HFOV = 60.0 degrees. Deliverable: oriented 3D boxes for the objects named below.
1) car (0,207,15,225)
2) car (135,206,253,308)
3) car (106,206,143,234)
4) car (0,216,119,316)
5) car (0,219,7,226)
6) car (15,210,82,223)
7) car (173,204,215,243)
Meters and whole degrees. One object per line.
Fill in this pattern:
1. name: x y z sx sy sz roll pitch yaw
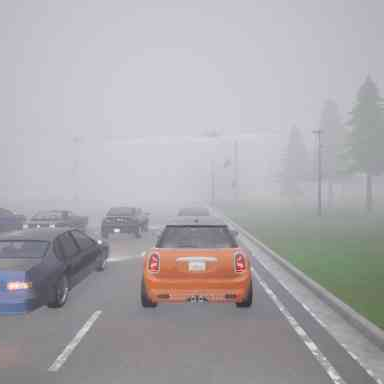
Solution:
1. car: -10.421 1.478 17.113 1.882 1.535 5.008 0 0 0
2. car: 0.091 1.352 8.100 2.097 1.767 4.553 0 0 0
3. car: -3.422 1.505 17.569 1.837 1.490 4.892 0 0 0
4. car: -3.408 1.547 7.824 2.033 1.411 5.357 0 0 0
5. car: -6.919 1.601 8.213 1.895 1.301 4.718 0 0 0
6. car: -6.920 1.601 17.317 1.895 1.301 4.718 0 0 0
7. car: 0.080 1.478 17.126 1.882 1.535 5.008 0 0 0
